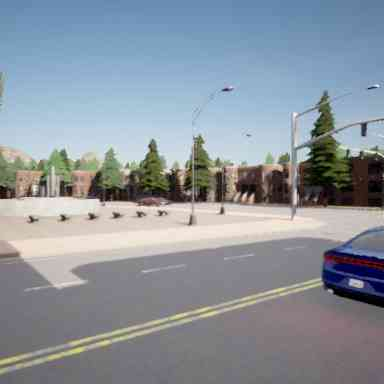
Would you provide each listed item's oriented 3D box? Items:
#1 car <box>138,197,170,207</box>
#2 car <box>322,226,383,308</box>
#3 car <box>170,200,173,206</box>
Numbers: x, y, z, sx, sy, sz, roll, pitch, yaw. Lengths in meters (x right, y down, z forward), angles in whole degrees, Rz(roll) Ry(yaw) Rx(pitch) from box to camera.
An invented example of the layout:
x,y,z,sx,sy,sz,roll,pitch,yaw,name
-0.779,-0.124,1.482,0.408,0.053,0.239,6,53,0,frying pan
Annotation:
x,y,z,sx,sy,sz,roll,pitch,yaw,name
-5.979,1.486,49.514,4.674,1.442,1.812,0,0,34,car
4.938,1.464,7.318,5.008,1.535,1.882,0,0,-35,car
-5.116,1.520,53.097,4.181,1.385,1.994,0,0,33,car
